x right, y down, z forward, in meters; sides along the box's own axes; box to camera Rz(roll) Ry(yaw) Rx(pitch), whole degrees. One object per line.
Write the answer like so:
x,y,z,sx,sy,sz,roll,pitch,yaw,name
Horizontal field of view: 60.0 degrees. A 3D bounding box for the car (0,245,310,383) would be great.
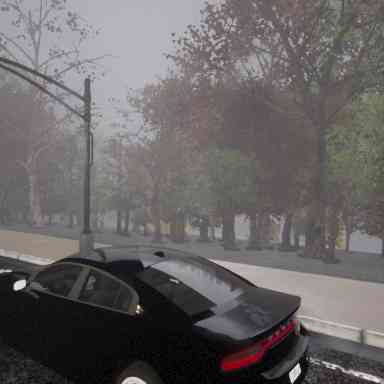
-1.056,1.477,4.495,5.008,1.535,1.882,0,0,36,car
